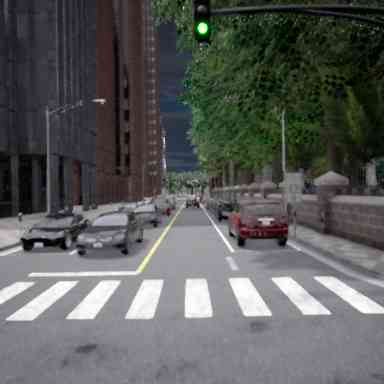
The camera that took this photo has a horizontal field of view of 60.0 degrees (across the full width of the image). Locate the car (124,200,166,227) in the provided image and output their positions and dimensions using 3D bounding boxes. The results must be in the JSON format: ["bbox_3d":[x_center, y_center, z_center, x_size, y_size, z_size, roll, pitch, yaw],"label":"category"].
[{"bbox_3d":[-3.106,1.545,22.755,1.812,1.442,4.674,-1,0,0],"label":"car"}]

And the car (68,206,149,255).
[{"bbox_3d":[-3.148,1.545,13.604,1.812,1.442,4.674,-1,0,1],"label":"car"}]

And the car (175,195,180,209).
[{"bbox_3d":[-3.038,1.514,42.883,2.128,1.511,4.902,-1,0,1],"label":"car"}]

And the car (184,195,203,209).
[{"bbox_3d":[0.094,1.475,44.897,1.837,1.490,4.892,-1,0,0],"label":"car"}]

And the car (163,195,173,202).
[{"bbox_3d":[-5.763,1.526,80.188,1.967,1.590,4.097,-1,0,0],"label":"car"}]

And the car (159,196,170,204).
[{"bbox_3d":[-5.763,1.622,69.274,1.887,1.381,4.507,-1,0,0],"label":"car"}]

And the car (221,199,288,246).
[{"bbox_3d":[2.749,1.235,14.712,2.192,1.841,5.009,-1,0,0],"label":"car"}]

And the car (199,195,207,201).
[{"bbox_3d":[2.763,1.473,85.816,1.752,1.417,4.829,-1,0,0],"label":"car"}]

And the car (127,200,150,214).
[{"bbox_3d":[-5.768,1.649,36.532,1.802,1.307,4.206,-1,0,0],"label":"car"}]

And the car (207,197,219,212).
[{"bbox_3d":[2.755,1.474,31.081,2.008,1.369,4.403,-1,0,0],"label":"car"}]

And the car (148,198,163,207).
[{"bbox_3d":[-5.765,1.652,52.903,1.802,1.307,4.206,-1,0,0],"label":"car"}]

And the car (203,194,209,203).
[{"bbox_3d":[2.755,1.365,41.994,1.967,1.590,4.097,-1,0,0],"label":"car"}]

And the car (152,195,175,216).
[{"bbox_3d":[-3.094,1.373,32.490,2.097,1.767,4.553,-1,0,0],"label":"car"}]

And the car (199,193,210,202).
[{"bbox_3d":[2.758,1.254,74.734,2.192,1.841,5.009,-1,0,0],"label":"car"}]

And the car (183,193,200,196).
[{"bbox_3d":[-0.004,1.466,55.290,2.128,1.511,4.902,-1,0,0],"label":"car"}]

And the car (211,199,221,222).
[{"bbox_3d":[2.755,1.488,25.624,1.947,1.339,4.313,-1,0,0],"label":"car"}]

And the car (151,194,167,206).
[{"bbox_3d":[-5.769,1.387,58.360,2.192,1.841,5.009,-1,0,0],"label":"car"}]

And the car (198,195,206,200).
[{"bbox_3d":[2.764,1.517,91.103,1.947,1.339,4.313,-1,0,0],"label":"car"}]

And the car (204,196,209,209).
[{"bbox_3d":[2.756,1.475,36.538,2.008,1.369,4.403,-1,0,0],"label":"car"}]

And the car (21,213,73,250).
[{"bbox_3d":[-5.771,1.629,14.704,1.947,1.339,4.313,-1,0,0],"label":"car"}]

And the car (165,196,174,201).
[{"bbox_3d":[-5.761,1.640,85.645,2.008,1.369,4.403,-1,0,0],"label":"car"}]

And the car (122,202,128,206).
[{"bbox_3d":[-5.769,1.616,31.075,2.008,1.369,4.403,-1,0,0],"label":"car"}]

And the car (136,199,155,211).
[{"bbox_3d":[-5.767,1.650,41.989,1.802,1.307,4.206,-1,0,0],"label":"car"}]

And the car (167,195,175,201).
[{"bbox_3d":[-5.760,1.639,91.102,1.887,1.381,4.507,-1,0,0],"label":"car"}]
